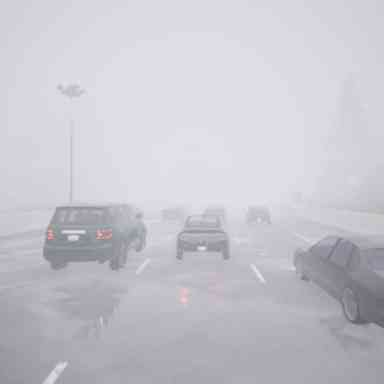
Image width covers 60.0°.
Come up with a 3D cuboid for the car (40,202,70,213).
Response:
[{"bbox_3d":[-19.612,2.203,47.757,1.994,1.385,4.181,0,-1,13],"label":"car"}]

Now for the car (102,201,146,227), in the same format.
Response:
[{"bbox_3d":[-5.329,1.676,26.668,2.097,1.767,4.553,0,-1,7],"label":"car"}]

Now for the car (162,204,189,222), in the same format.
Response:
[{"bbox_3d":[-1.371,1.814,29.926,1.882,1.535,5.008,-1,0,8],"label":"car"}]

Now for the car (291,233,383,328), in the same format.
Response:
[{"bbox_3d":[3.685,1.606,7.128,2.033,1.411,5.357,0,-1,2],"label":"car"}]

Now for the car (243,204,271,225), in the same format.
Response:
[{"bbox_3d":[5.276,1.772,26.899,1.837,1.490,4.892,-1,0,8],"label":"car"}]

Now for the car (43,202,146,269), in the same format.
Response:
[{"bbox_3d":[-3.130,1.373,11.850,2.150,2.045,5.566,0,0,3],"label":"car"}]

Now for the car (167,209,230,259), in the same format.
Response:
[{"bbox_3d":[0.468,1.636,13.210,2.128,1.511,4.902,0,0,3],"label":"car"}]

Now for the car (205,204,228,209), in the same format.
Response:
[{"bbox_3d":[2.134,1.792,29.715,1.882,1.535,5.008,-1,0,8],"label":"car"}]
